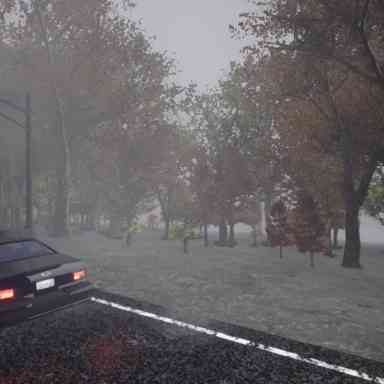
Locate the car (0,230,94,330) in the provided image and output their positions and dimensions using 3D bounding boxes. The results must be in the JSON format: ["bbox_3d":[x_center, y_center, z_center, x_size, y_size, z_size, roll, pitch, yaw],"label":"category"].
[{"bbox_3d":[-4.181,1.507,6.621,5.357,1.411,2.033,-2,1,39],"label":"car"}]
